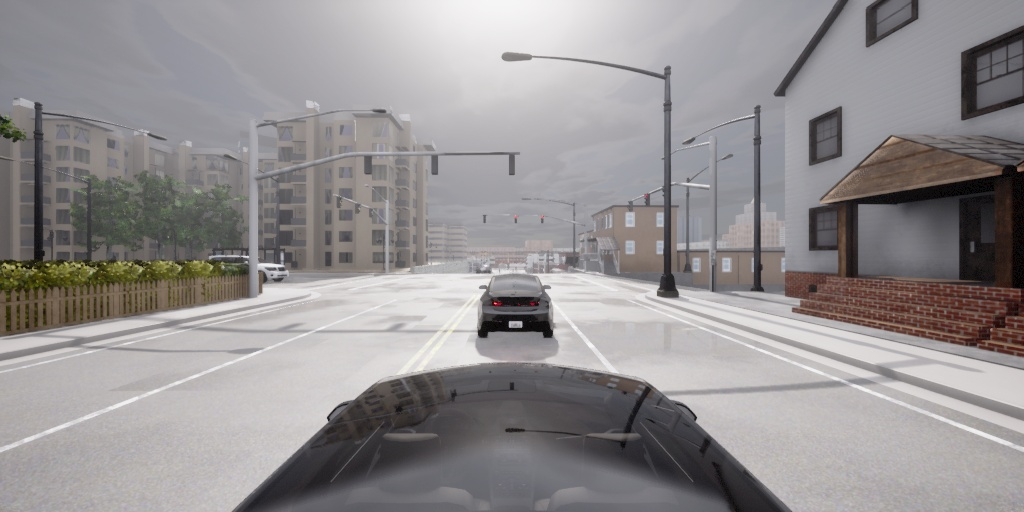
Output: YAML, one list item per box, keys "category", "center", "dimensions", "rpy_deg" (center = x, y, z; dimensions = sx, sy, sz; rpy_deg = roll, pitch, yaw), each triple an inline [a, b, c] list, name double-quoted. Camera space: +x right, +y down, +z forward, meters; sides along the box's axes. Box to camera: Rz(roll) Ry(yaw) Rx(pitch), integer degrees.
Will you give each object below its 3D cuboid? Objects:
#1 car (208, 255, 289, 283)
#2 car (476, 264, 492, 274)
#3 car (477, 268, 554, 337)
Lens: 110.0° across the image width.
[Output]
- category: "car"
  center: [-19.962, 0.971, 26.961]
  dimensions: [5.566, 2.045, 2.150]
  rpy_deg: [0, 0, 1]
- category: "car"
  center: [-3.630, 1.755, 47.089]
  dimensions: [2.128, 1.511, 4.902]
  rpy_deg: [0, -5, 0]
- category: "car"
  center: [0.090, 1.255, 10.276]
  dimensions: [1.837, 1.490, 4.892]
  rpy_deg: [0, 0, 0]
